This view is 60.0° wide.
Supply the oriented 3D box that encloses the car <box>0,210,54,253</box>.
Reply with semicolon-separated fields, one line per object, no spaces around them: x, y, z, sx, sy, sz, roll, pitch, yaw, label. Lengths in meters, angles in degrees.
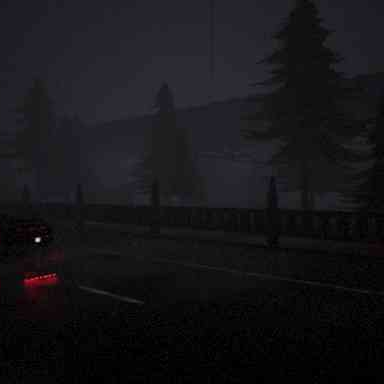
-7.710;1.523;13.783;4.892;1.490;1.837;0;0;36;car
